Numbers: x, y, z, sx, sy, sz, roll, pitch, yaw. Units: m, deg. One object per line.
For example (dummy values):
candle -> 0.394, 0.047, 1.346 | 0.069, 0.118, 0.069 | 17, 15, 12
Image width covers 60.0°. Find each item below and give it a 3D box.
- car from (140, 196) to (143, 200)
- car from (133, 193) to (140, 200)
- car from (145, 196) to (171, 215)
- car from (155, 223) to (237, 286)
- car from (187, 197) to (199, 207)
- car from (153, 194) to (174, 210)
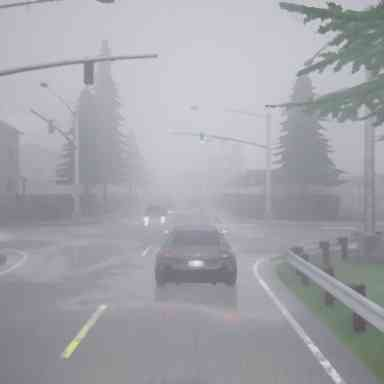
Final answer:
car -> -16.149, 1.522, 92.538 | 3.806, 1.475, 1.970 | 0, 0, 0
car -> -16.742, 1.232, 89.211 | 3.866, 1.878, 1.905 | 0, 0, 0
car -> -3.576, 1.538, 34.609 | 1.882, 1.535, 5.008 | 0, 0, 0
car -> 0.096, 1.579, 9.483 | 1.994, 1.385, 4.181 | 0, 0, 0
car -> 0.113, 1.586, 54.511 | 2.128, 1.511, 4.902 | 0, 0, -1
car -> -3.567, 1.300, 45.267 | 2.150, 2.045, 5.566 | 0, 0, 0
